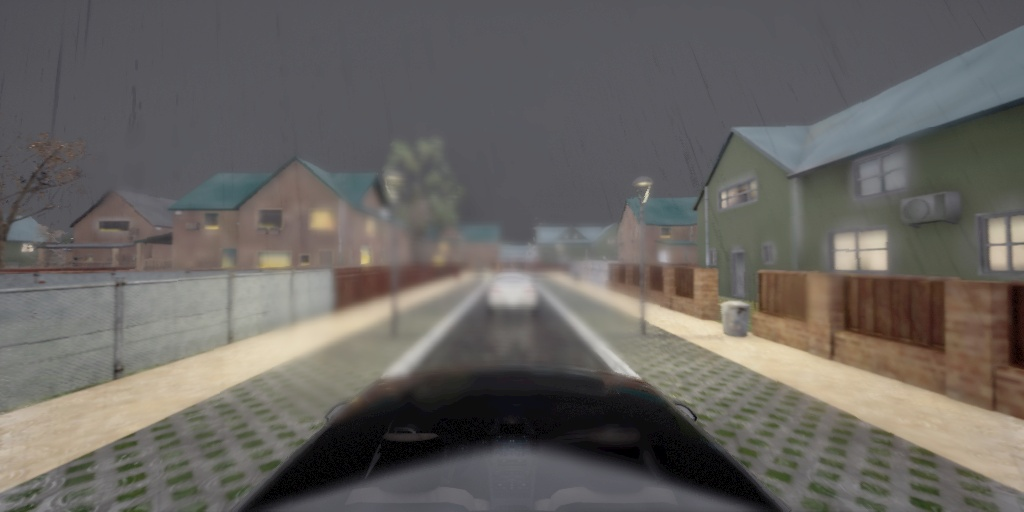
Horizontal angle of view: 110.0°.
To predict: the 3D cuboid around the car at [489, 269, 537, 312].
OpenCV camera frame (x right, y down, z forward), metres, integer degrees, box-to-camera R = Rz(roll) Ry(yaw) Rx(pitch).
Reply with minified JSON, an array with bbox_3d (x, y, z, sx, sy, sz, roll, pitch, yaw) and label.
[{"bbox_3d":[0.051,1.430,14.923,1.812,1.442,4.674,0,0,0],"label":"car"}]
